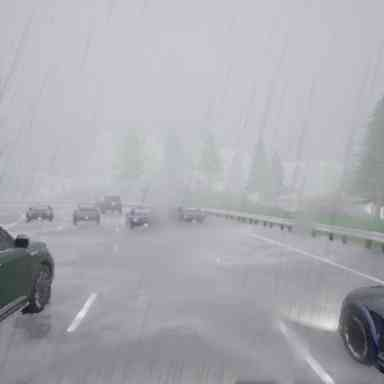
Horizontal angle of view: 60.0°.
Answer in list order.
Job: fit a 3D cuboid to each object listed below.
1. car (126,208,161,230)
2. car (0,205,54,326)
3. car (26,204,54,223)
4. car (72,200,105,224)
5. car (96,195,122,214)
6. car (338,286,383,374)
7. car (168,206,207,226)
[{"bbox_3d":[-3.343,1.695,22.084,1.895,1.301,4.718,0,0,-15],"label":"car"},{"bbox_3d":[-3.767,1.250,4.474,2.150,2.045,5.566,0,0,-4],"label":"car"},{"bbox_3d":[-12.577,1.745,27.740,1.895,1.301,4.718,0,0,-21],"label":"car"},{"bbox_3d":[-8.168,1.614,25.673,2.128,1.511,4.902,0,0,-18],"label":"car"},{"bbox_3d":[-9.554,1.397,37.889,2.150,2.045,5.566,0,0,-26],"label":"car"},{"bbox_3d":[3.201,1.567,3.216,1.994,1.385,4.181,0,0,-3],"label":"car"},{"bbox_3d":[-0.481,1.696,24.747,1.895,1.301,4.718,0,0,-17],"label":"car"}]
